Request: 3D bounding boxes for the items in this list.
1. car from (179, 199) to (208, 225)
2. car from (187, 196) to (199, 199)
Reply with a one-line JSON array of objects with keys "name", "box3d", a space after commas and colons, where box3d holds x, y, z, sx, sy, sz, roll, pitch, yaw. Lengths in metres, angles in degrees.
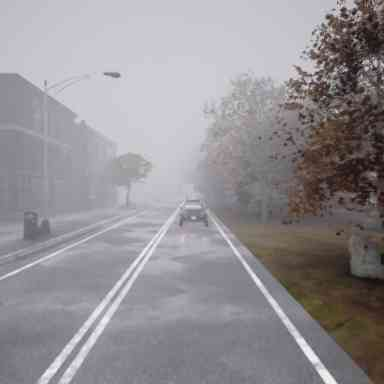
[{"name": "car", "box3d": [0.098, 1.423, 22.894, 1.812, 1.442, 4.674, 0, 0, 0]}, {"name": "car", "box3d": [0.096, 1.289, 41.612, 1.882, 1.535, 5.008, 0, 0, 0]}]
